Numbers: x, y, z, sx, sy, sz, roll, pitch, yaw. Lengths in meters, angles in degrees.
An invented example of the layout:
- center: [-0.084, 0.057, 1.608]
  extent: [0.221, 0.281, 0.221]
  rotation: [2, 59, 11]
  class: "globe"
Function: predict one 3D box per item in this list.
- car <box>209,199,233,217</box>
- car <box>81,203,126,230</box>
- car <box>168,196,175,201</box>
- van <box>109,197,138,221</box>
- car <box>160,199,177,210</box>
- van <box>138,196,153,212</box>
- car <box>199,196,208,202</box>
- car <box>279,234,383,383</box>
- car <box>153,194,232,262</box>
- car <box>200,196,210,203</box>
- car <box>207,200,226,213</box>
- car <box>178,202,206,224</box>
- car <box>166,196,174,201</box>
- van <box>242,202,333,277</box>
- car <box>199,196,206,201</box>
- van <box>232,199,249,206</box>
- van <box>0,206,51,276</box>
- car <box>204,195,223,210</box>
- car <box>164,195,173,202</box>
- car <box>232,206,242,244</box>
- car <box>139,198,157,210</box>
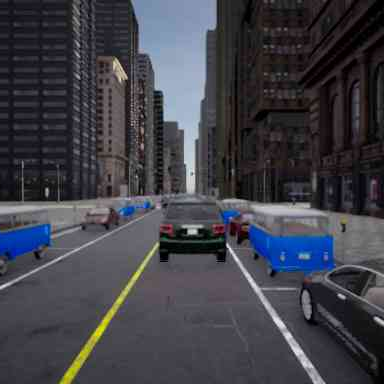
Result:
- center: [2.767, 1.485, 32.750]
  extent: [1.967, 1.590, 4.097]
  rotation: [0, 0, 0]
  class: "car"
- center: [-5.759, 1.610, 21.386]
  extent: [1.802, 1.307, 4.206]
  rotation: [0, 0, 0]
  class: "car"
- center: [-5.749, 1.732, 93.632]
  extent: [1.802, 1.307, 4.206]
  rotation: [0, 0, 0]
  class: "car"
- center: [-5.759, 1.377, 27.064]
  extent: [1.690, 1.788, 3.998]
  rotation: [0, 0, 0]
  class: "van"
- center: [-3.034, 1.662, 43.944]
  extent: [1.895, 1.301, 4.718]
  rotation: [0, 0, 1]
  class: "car"
- center: [-5.757, 1.394, 38.419]
  extent: [1.690, 1.788, 3.998]
  rotation: [0, 0, 0]
  class: "van"
- center: [2.774, 1.679, 82.359]
  extent: [2.008, 1.369, 4.403]
  rotation: [0, 0, 0]
  class: "car"
- center: [2.763, 1.556, 4.362]
  extent: [2.008, 1.369, 4.403]
  rotation: [0, 0, 0]
  class: "car"
- center: [0.037, 1.239, 12.366]
  extent: [2.150, 2.045, 5.566]
  rotation: [0, 0, 0]
  class: "car"
- center: [2.773, 1.658, 71.078]
  extent: [2.008, 1.369, 4.403]
  rotation: [0, 0, 0]
  class: "car"
- center: [2.768, 1.635, 38.427]
  extent: [1.802, 1.307, 4.206]
  rotation: [0, 0, 0]
  class: "car"
- center: [0.030, 1.583, 26.354]
  extent: [2.033, 1.411, 5.357]
  rotation: [0, 0, 0]
  class: "car"
- center: [-5.750, 1.705, 87.993]
  extent: [1.947, 1.339, 4.313]
  rotation: [0, 0, 0]
  class: "car"
- center: [2.764, 1.354, 10.040]
  extent: [1.690, 1.788, 3.998]
  rotation: [0, 0, 0]
  class: "van"
- center: [2.775, 1.684, 88.000]
  extent: [1.887, 1.381, 4.507]
  rotation: [0, 0, 0]
  class: "car"
- center: [2.765, 1.369, 21.395]
  extent: [1.690, 1.788, 3.998]
  rotation: [0, 0, 0]
  class: "van"
- center: [-5.761, 1.353, 10.032]
  extent: [1.690, 1.788, 3.998]
  rotation: [0, 0, 0]
  class: "van"
- center: [2.769, 1.377, 44.105]
  extent: [2.192, 1.841, 5.009]
  rotation: [0, 0, 0]
  class: "car"
- center: [-5.751, 1.568, 82.352]
  extent: [1.967, 1.590, 4.097]
  rotation: [0, 0, 0]
  class: "car"
- center: [2.765, 1.565, 15.717]
  extent: [1.887, 1.381, 4.507]
  rotation: [0, 0, 0]
  class: "car"
- center: [-5.756, 1.587, 43.926]
  extent: [1.752, 1.417, 4.829]
  rotation: [0, 0, 0]
  class: "car"
